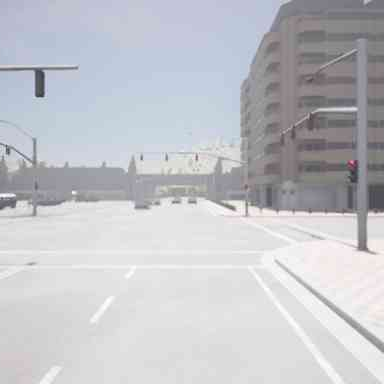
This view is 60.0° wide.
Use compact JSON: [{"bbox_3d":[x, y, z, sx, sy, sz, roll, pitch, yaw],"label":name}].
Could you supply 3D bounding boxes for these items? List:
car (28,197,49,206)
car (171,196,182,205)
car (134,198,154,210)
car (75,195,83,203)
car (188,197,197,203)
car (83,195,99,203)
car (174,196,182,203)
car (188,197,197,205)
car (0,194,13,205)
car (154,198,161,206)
[{"bbox_3d":[-30.152,1.781,64.716,1.970,1.475,3.806,0,0,0],"label":"car"},{"bbox_3d":[-3.435,2.021,71.761,1.895,1.301,4.718,0,0,0],"label":"car"},{"bbox_3d":[-7.035,1.787,47.441,1.837,1.490,4.892,0,0,0],"label":"car"},{"bbox_3d":[-27.368,1.645,82.172,1.905,1.878,3.866,0,0,0],"label":"car"},{"bbox_3d":[0.073,1.879,80.704,2.033,1.411,5.357,0,0,0],"label":"car"},{"bbox_3d":[-24.474,1.642,82.105,1.932,1.855,4.605,0,0,0],"label":"car"},{"bbox_3d":[-3.427,1.839,80.708,1.837,1.490,4.892,0,0,0],"label":"car"},{"bbox_3d":[0.065,1.979,71.726,1.994,1.385,4.181,0,0,0],"label":"car"},{"bbox_3d":[-46.992,1.645,82.223,1.905,1.878,3.866,0,0,0],"label":"car"},{"bbox_3d":[-6.967,1.870,63.183,2.128,1.511,4.902,0,0,1],"label":"car"}]
